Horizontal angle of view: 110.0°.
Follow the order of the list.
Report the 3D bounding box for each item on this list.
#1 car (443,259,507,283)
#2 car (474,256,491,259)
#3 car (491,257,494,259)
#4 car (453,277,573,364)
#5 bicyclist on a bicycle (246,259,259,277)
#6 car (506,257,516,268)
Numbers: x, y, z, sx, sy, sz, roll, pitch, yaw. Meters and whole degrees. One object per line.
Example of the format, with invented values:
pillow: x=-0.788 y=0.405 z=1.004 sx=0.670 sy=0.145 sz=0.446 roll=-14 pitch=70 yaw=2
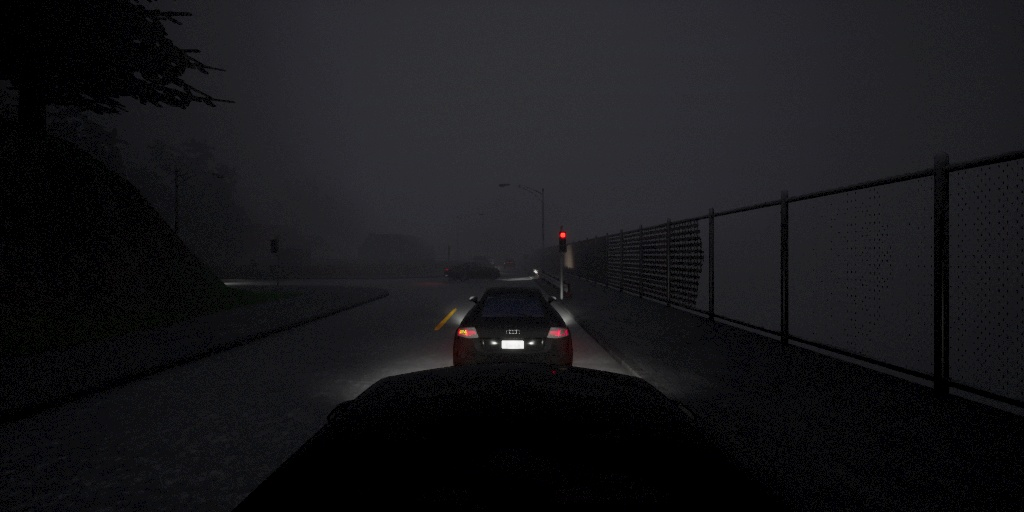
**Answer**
car: x=-3.125 y=1.241 z=28.364 sx=4.902 sy=1.511 sz=2.128 roll=0 pitch=1 yaw=-43
car: x=-4.482 y=0.972 z=50.585 sx=2.150 sy=2.045 sz=5.566 roll=0 pitch=0 yaw=0
car: x=-4.542 y=1.276 z=60.501 sx=1.812 sy=1.442 sz=4.674 roll=0 pitch=0 yaw=0
car: x=0.019 y=1.314 z=7.450 sx=1.994 sy=1.385 sz=4.181 roll=0 pitch=0 yaw=0
bicyclist on a bicycle: x=-24.042 y=1.099 z=33.271 sx=0.582 sy=1.620 sz=1.656 roll=0 pitch=0 yaw=0
car: x=-0.371 y=1.255 z=61.615 sx=1.837 sy=1.490 sz=4.892 roll=0 pitch=0 yaw=0
